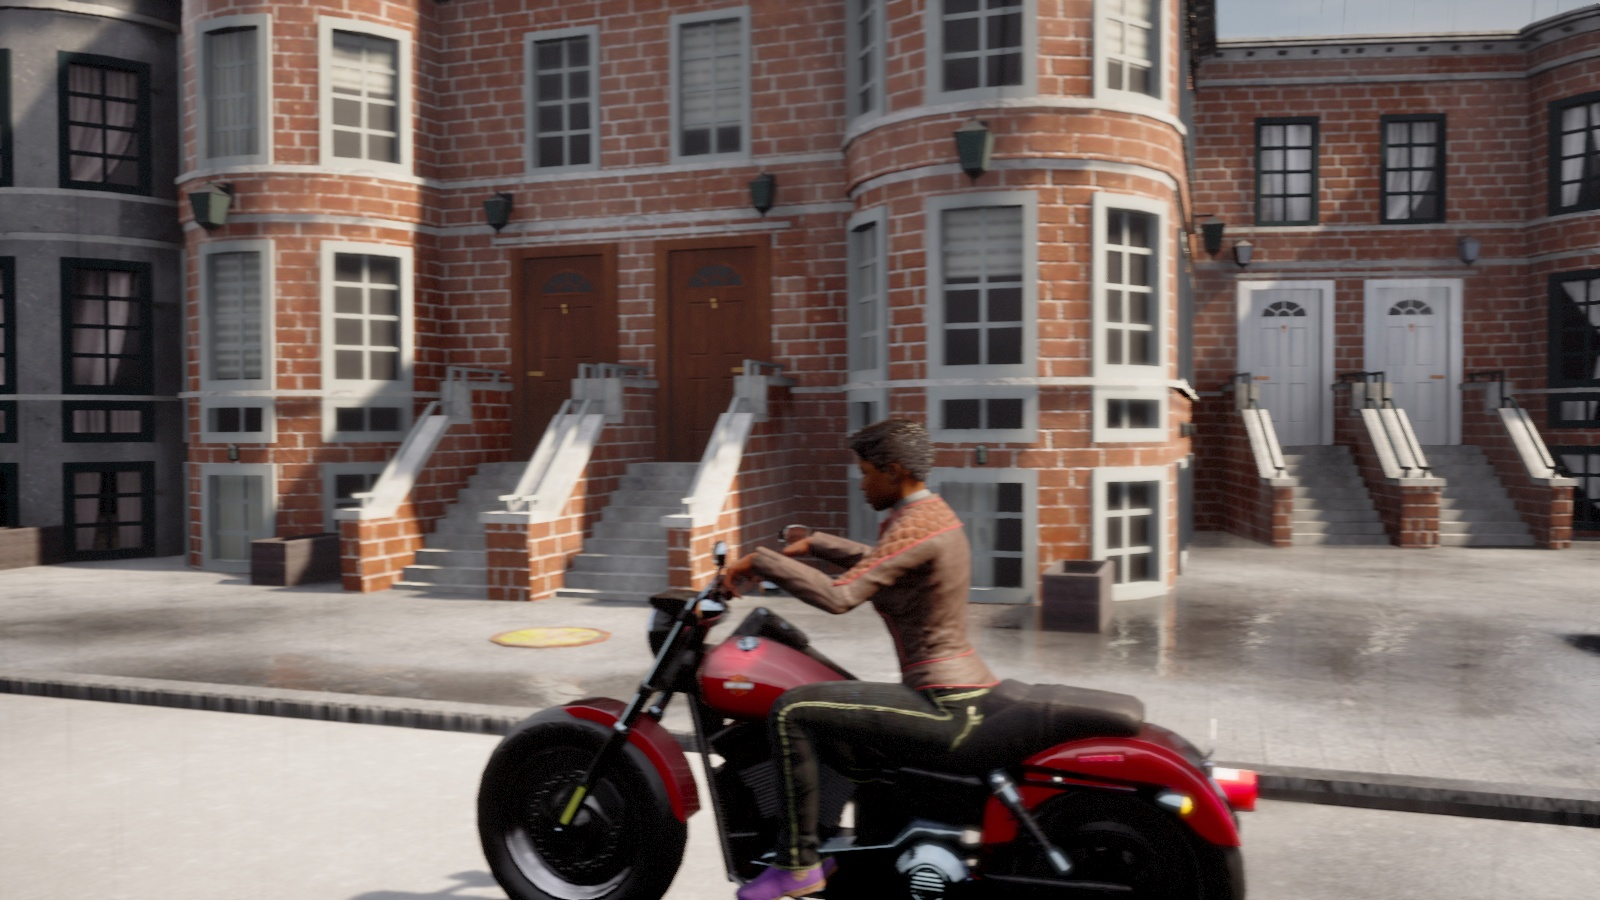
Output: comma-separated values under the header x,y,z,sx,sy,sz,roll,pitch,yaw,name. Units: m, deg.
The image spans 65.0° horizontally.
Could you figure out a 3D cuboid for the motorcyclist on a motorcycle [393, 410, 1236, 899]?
x,y,z,sx,sy,sz,roll,pitch,yaw,name
0.034,0.718,3.707,2.350,1.649,0.766,0,1,19,motorcyclist on a motorcycle
